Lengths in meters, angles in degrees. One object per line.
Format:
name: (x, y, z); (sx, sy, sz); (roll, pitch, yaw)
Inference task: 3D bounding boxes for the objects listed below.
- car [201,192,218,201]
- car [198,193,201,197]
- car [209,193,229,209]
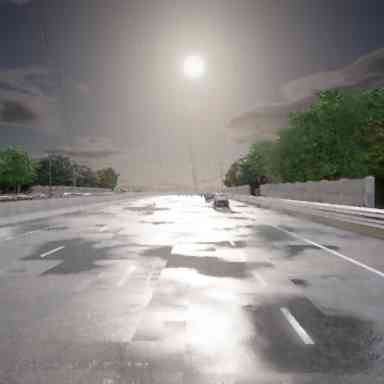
car: (3.530, 0.893, 66.914); (2.097, 1.767, 4.553); (0, 1, 0)
car: (3.542, 0.888, 95.573); (1.895, 1.301, 4.718); (0, 0, 0)
car: (3.518, 1.276, 41.492); (1.882, 1.535, 5.008); (0, 0, 0)
